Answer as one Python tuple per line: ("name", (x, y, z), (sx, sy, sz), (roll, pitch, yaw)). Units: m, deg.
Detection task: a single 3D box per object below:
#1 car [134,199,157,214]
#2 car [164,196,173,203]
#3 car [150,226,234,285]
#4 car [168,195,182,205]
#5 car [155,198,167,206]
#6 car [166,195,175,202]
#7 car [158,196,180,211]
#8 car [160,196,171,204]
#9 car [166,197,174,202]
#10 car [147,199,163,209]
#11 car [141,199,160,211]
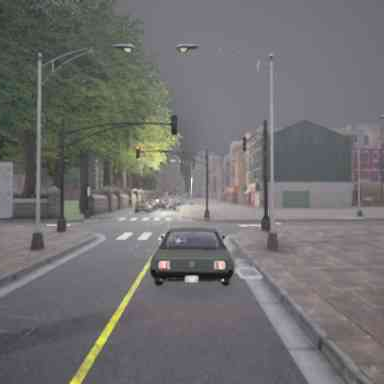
("car", (-5.531, 1.692, 38.131), (2.008, 1.369, 4.403), (1, 0, 0))
("car", (-5.891, 1.852, 83.417), (1.967, 1.590, 4.097), (1, 0, 0))
("car", (0.022, 1.632, 9.510), (1.895, 1.301, 4.718), (0, 0, 1))
("car", (-3.120, 1.604, 60.196), (2.097, 1.767, 4.553), (0, 0, 0))
("car", (-5.706, 1.842, 61.616), (1.802, 1.307, 4.206), (1, 0, 0))
("car", (-5.982, 1.818, 94.319), (2.192, 1.841, 5.009), (1, 0, 0))
("car", (-3.014, 1.656, 43.461), (2.128, 1.511, 4.902), (0, 0, 0))
("car", (-5.797, 1.771, 72.517), (1.967, 1.590, 4.097), (1, 0, 0))
("car", (-5.938, 1.980, 88.697), (1.752, 1.417, 4.829), (1, 0, 0))
("car", (-5.612, 1.766, 50.717), (1.947, 1.339, 4.313), (1, 0, 0))
("car", (-5.565, 1.724, 45.267), (2.008, 1.369, 4.403), (1, 0, 0))
